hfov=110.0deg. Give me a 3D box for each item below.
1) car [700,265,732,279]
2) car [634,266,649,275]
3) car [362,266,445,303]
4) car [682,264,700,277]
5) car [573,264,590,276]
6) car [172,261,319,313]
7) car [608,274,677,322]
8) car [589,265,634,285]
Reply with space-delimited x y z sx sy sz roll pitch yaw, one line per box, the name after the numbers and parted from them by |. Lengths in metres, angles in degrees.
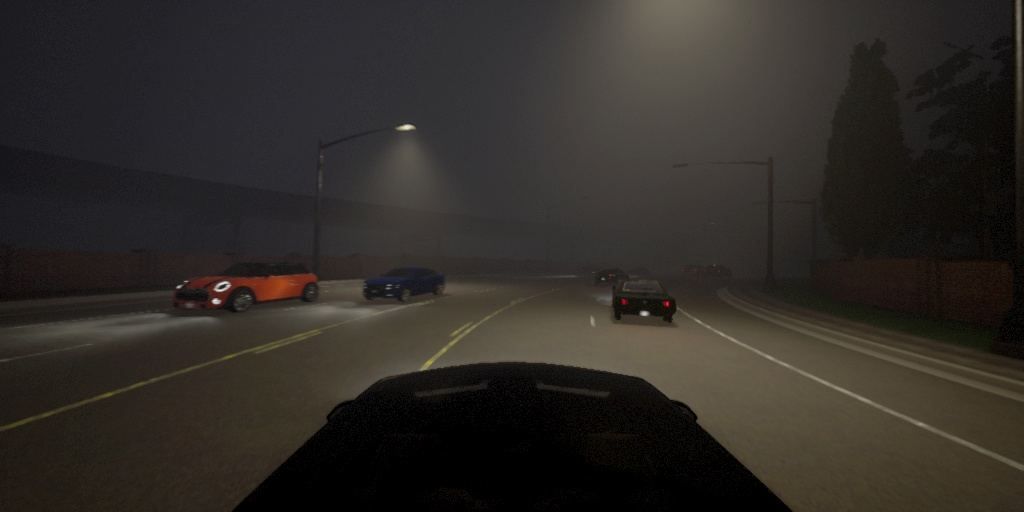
25.864 1.902 44.967 4.553 1.767 2.097 1 -1 -42 | car
18.302 2.135 52.357 4.181 1.385 1.994 1 -1 -43 | car
-4.987 1.234 17.179 1.882 1.535 5.008 1 -1 16 | car
24.998 1.952 48.720 4.553 1.767 2.097 2 -1 -42 | car
10.252 1.909 49.268 2.128 1.511 4.902 0 -1 43 | car
-9.433 0.964 13.190 2.097 1.767 4.553 1 -1 12 | car
4.746 1.539 13.453 1.895 1.301 4.718 1 0 14 | car
8.330 1.657 29.731 1.812 1.442 4.674 0 -1 33 | car
